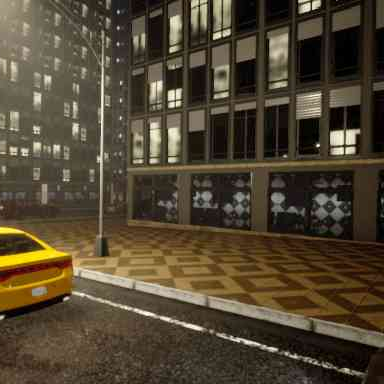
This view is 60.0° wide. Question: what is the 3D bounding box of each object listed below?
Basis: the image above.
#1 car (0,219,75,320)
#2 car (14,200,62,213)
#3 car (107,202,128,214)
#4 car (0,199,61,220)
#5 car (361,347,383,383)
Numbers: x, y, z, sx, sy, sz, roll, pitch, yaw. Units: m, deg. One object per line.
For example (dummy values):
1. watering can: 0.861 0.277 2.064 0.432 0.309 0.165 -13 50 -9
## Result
1. car: -4.528 1.473 6.881 5.008 1.535 1.882 0 0 35
2. car: -17.899 1.638 38.956 1.752 1.417 4.829 1 0 36
3. car: -7.603 1.826 38.823 1.752 1.417 4.829 1 0 36
4. car: -14.374 1.515 29.591 2.192 1.841 5.009 1 0 36
5. car: 3.491 1.548 1.208 5.357 1.411 2.033 0 0 35
